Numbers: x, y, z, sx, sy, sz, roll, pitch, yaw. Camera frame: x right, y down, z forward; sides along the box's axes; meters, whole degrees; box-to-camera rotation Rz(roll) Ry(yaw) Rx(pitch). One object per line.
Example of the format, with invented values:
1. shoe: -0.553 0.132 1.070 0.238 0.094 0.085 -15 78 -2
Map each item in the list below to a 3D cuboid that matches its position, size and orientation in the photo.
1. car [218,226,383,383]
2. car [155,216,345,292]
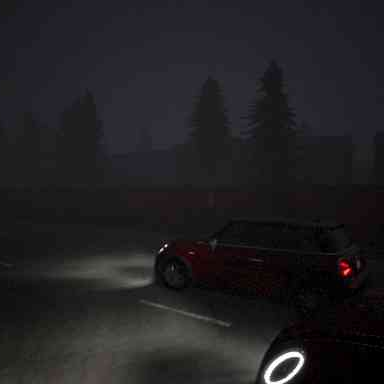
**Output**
1. car: 2.682 1.358 2.111 4.553 1.767 2.097 0 0 35
2. car: 1.338 1.335 7.355 4.553 1.767 2.097 1 0 35
